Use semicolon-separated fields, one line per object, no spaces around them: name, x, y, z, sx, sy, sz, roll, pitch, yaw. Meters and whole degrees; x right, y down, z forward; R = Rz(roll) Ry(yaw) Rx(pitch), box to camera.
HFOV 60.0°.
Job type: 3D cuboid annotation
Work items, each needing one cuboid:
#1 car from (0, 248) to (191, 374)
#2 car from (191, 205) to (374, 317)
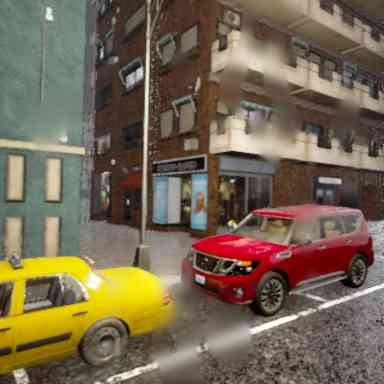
car;-2.545;1.525;4.252;4.829;1.417;1.752;0;2;-35
car;2.209;1.289;7.633;5.009;1.841;2.192;0;2;-35
